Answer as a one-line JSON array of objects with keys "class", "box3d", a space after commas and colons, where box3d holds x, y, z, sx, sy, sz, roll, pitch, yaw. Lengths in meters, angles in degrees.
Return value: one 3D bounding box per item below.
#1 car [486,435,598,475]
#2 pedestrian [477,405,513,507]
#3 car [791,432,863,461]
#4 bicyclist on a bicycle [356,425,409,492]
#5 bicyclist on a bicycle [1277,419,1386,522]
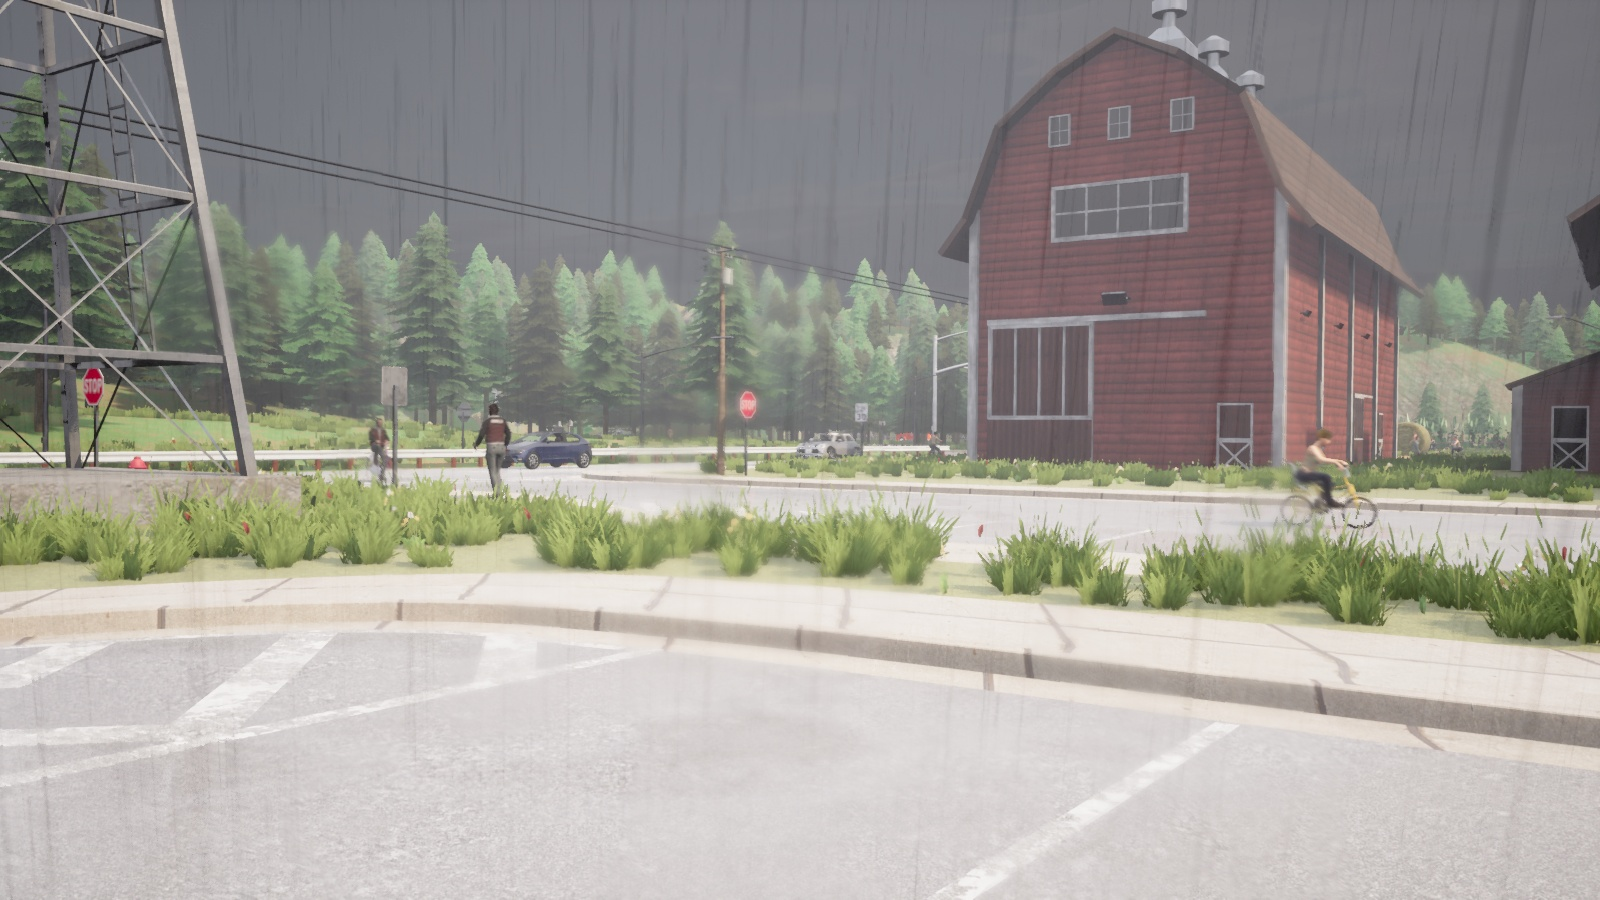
[{"class": "car", "box3d": [-9.974, 0.169, 48.828, 1.816, 1.474, 4.193, 0, 1, 34]}, {"class": "pedestrian", "box3d": [-5.832, 0.112, 24.013, 0.402, 1.930, 0.666, -1, 1, -38]}, {"class": "car", "box3d": [1.441, -0.212, 65.643, 1.970, 1.475, 3.806, 0, 1, 34]}, {"class": "bicyclist on a bicycle", "box3d": [-11.378, 0.238, 34.188, 0.659, 1.776, 1.843, 1, 0, -43]}, {"class": "bicyclist on a bicycle", "box3d": [8.665, 0.310, 20.477, 1.509, 1.612, 0.866, 0, 1, 33]}]
